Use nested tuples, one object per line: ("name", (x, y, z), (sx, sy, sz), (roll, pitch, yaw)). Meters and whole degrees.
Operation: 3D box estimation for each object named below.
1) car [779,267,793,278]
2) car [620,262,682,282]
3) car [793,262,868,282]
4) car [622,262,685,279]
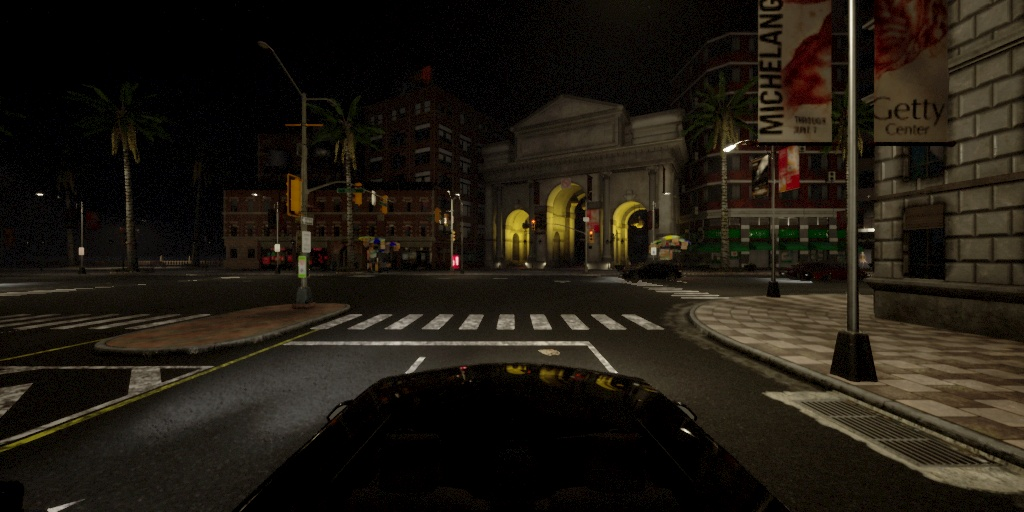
("car", (26.348, 1.276, 31.710), (4.674, 1.442, 1.812), (0, 0, 1))
("car", (10.962, 1.275, 28.357), (4.674, 1.442, 1.812), (0, 0, 0))
("car", (25.199, 1.313, 28.225), (4.181, 1.385, 1.994), (0, 0, 1))
("car", (12.488, 1.255, 31.845), (4.892, 1.490, 1.837), (0, 0, 0))
